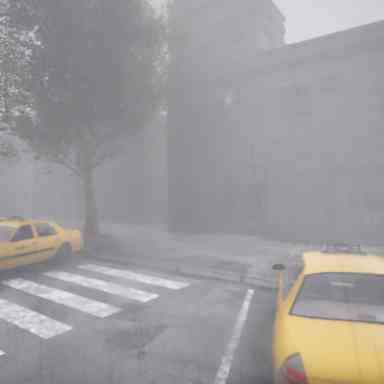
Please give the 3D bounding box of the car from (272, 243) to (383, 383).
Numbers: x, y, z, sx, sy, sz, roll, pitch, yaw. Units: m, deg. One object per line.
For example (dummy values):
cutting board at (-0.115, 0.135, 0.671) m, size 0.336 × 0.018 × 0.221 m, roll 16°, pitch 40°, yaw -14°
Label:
car at (2.127, 1.495, 4.793) m, size 1.946 × 1.575 × 5.366 m, roll 0°, pitch -1°, yaw 15°

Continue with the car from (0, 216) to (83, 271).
car at (-5.310, 1.507, 9.669) m, size 1.946 × 1.575 × 5.366 m, roll 1°, pitch -1°, yaw 16°
